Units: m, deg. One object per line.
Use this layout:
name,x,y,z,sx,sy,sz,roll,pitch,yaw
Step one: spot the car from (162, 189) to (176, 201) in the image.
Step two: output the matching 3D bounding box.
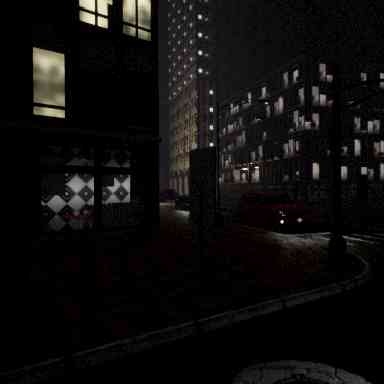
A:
car,-4.035,0.537,54.629,2.150,2.045,5.566,-1,1,-18

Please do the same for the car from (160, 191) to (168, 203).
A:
car,-5.305,0.930,49.331,1.812,1.442,4.674,-1,1,-18

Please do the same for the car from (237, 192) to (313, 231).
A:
car,4.692,1.058,19.790,2.150,2.045,5.566,-1,1,-19

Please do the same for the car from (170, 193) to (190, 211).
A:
car,-0.489,1.120,35.038,1.837,1.490,4.892,-1,1,-19
